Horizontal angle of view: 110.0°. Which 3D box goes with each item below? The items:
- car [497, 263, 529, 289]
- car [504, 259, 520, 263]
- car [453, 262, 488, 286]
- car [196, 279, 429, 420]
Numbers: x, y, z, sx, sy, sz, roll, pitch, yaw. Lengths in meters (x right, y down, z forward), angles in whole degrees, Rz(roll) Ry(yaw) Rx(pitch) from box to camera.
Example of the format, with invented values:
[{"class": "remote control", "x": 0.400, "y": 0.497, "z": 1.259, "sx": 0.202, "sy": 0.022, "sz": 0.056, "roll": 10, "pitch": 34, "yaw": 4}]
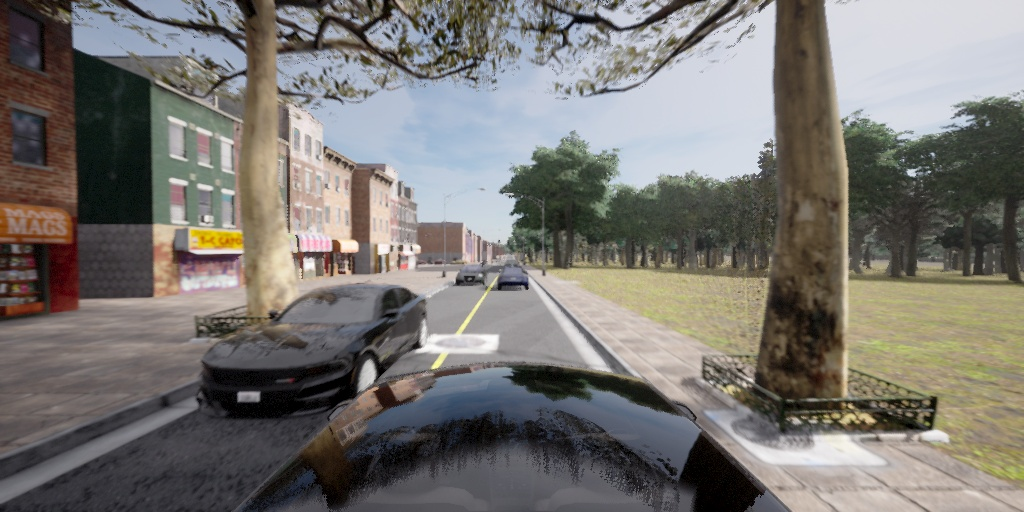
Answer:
[{"class": "car", "x": 0.077, "y": 1.332, "z": 23.421, "sx": 1.994, "sy": 1.385, "sz": 4.181, "roll": 0, "pitch": 0, "yaw": 0}, {"class": "car", "x": 0.049, "y": 1.212, "z": 47.511, "sx": 2.097, "sy": 1.767, "sz": 4.553, "roll": 0, "pitch": 0, "yaw": 0}, {"class": "car", "x": -2.797, "y": 1.338, "z": 25.703, "sx": 1.994, "sy": 1.385, "sz": 4.181, "roll": 0, "pitch": 0, "yaw": 0}, {"class": "car", "x": -2.850, "y": 1.233, "z": 6.368, "sx": 1.882, "sy": 1.535, "sz": 5.008, "roll": 0, "pitch": 0, "yaw": 0}]
